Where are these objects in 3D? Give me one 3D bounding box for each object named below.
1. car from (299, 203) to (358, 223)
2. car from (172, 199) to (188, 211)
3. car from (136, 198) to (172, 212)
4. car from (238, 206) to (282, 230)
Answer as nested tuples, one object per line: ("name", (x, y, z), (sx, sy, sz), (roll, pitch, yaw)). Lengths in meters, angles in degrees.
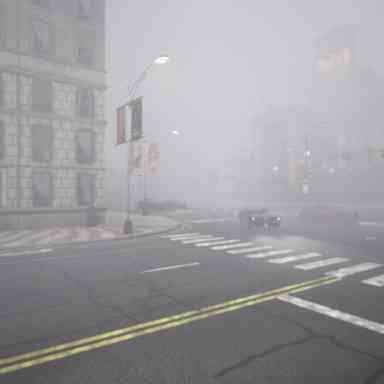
("car", (10.411, 1.550, 25.469), (4.181, 1.385, 1.994), (0, 0, 39))
("car", (-2.354, 1.551, 41.257), (1.994, 1.385, 4.181), (0, 0, -36))
("car", (-4.790, 1.467, 38.650), (1.882, 1.535, 5.008), (0, 0, -36))
("car", (4.170, 1.592, 20.947), (1.895, 1.301, 4.718), (0, 0, -1))
